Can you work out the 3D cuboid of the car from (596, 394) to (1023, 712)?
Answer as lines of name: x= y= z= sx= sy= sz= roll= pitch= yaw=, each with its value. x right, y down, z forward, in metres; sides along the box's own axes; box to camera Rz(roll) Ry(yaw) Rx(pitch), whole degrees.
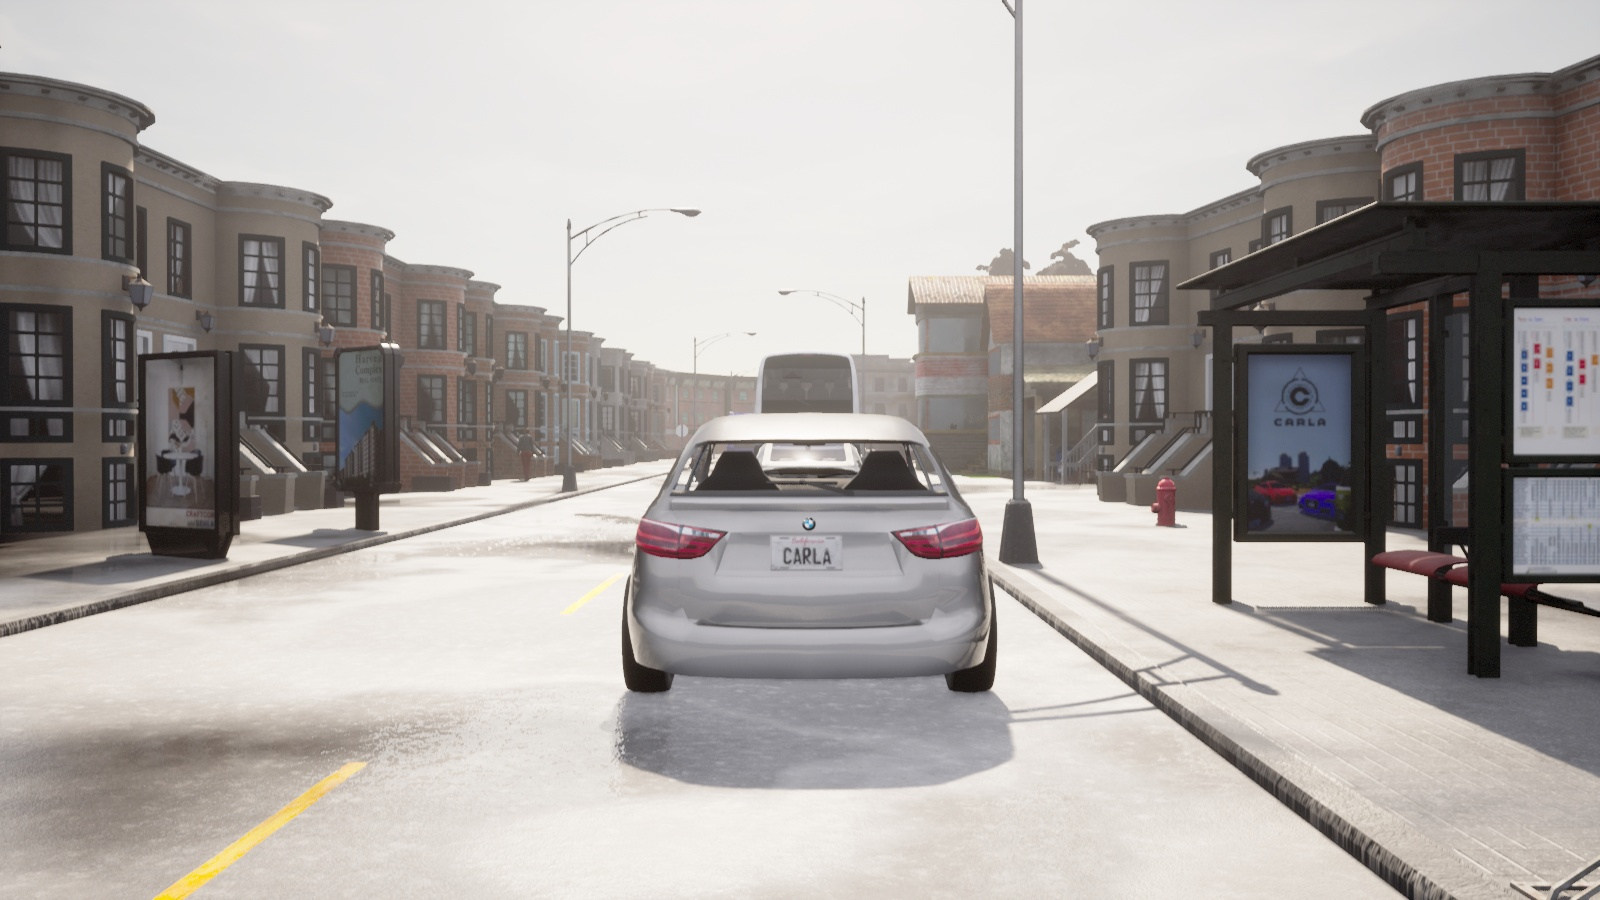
car: x=0.064 y=0.524 z=8.910 sx=2.242 sy=1.667 sz=4.611 roll=0 pitch=0 yaw=0

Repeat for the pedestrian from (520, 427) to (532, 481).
pedestrian: x=-9.389 y=0.129 z=43.051 sx=0.353 sy=1.847 sz=0.614 roll=0 pitch=0 yaw=-9

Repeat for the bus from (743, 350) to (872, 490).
bus: x=0.258 y=-0.952 z=43.378 sx=3.944 sy=4.253 sz=10.273 roll=0 pitch=0 yaw=0
